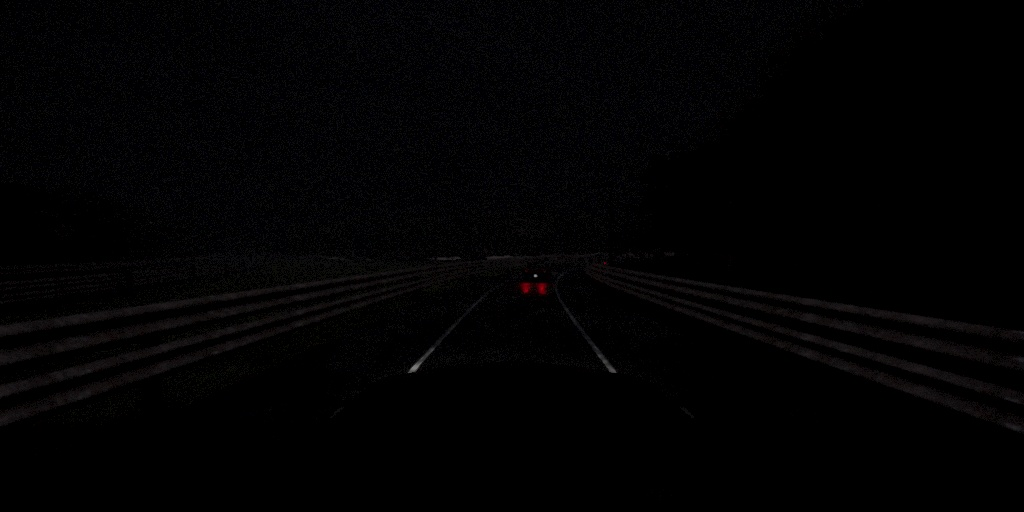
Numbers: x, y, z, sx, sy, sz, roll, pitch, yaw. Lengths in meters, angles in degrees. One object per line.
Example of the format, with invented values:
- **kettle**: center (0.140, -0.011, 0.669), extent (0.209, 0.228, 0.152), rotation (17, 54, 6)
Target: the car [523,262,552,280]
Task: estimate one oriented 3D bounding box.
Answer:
- **car**: center (2.073, 1.094, 27.859), extent (1.895, 1.301, 4.718), rotation (0, 1, 10)
